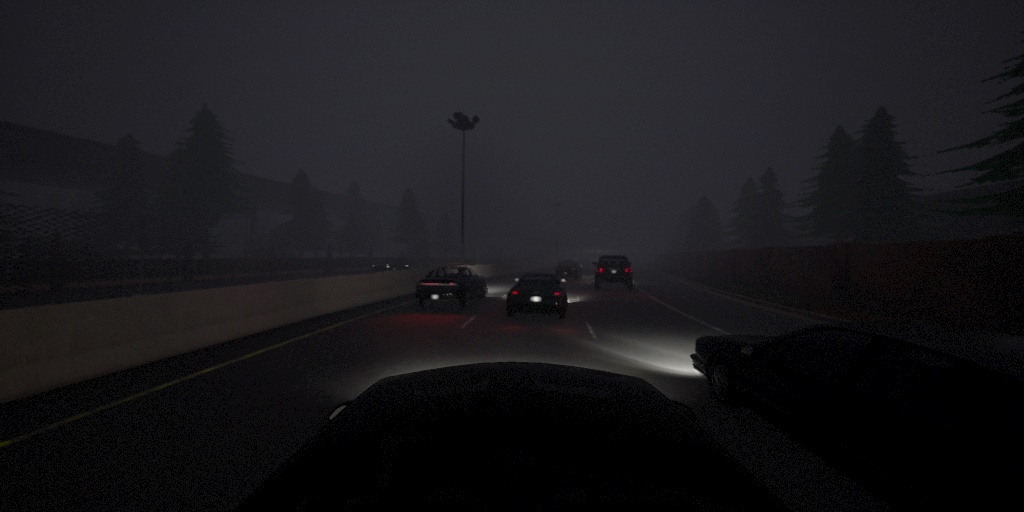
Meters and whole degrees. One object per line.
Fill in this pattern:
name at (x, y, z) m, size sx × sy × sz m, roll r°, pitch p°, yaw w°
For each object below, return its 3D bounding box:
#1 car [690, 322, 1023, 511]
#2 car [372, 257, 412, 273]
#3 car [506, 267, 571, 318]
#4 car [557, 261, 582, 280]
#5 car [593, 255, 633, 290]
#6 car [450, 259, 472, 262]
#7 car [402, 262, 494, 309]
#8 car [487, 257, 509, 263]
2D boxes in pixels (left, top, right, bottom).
car at (3.638, 1.323, 3.138) m, size 2.033 × 1.411 × 5.357 m, roll 0°, pitch 0°, yaw 2°
car at (-11.948, 0.893, 35.990) m, size 2.097 × 1.767 × 4.553 m, roll 1°, pitch 0°, yaw 17°
car at (0.982, 1.286, 12.984) m, size 1.994 × 1.385 × 4.181 m, roll 0°, pitch 0°, yaw 7°
car at (4.851, 1.176, 30.332) m, size 1.882 × 1.535 × 5.008 m, roll 0°, pitch 0°, yaw 16°
car at (6.382, 0.959, 22.816) m, size 2.150 × 2.045 × 5.566 m, roll 0°, pitch 0°, yaw 14°
car at (-6.185, 1.044, 43.038) m, size 1.882 × 1.535 × 5.008 m, roll 1°, pitch 0°, yaw 17°
car at (-2.310, 1.182, 14.677) m, size 2.128 × 1.511 × 4.902 m, roll 0°, pitch 0°, yaw 8°
car at (-2.234, 1.122, 44.009) m, size 1.812 × 1.442 × 4.674 m, roll 1°, pitch 0°, yaw 17°
